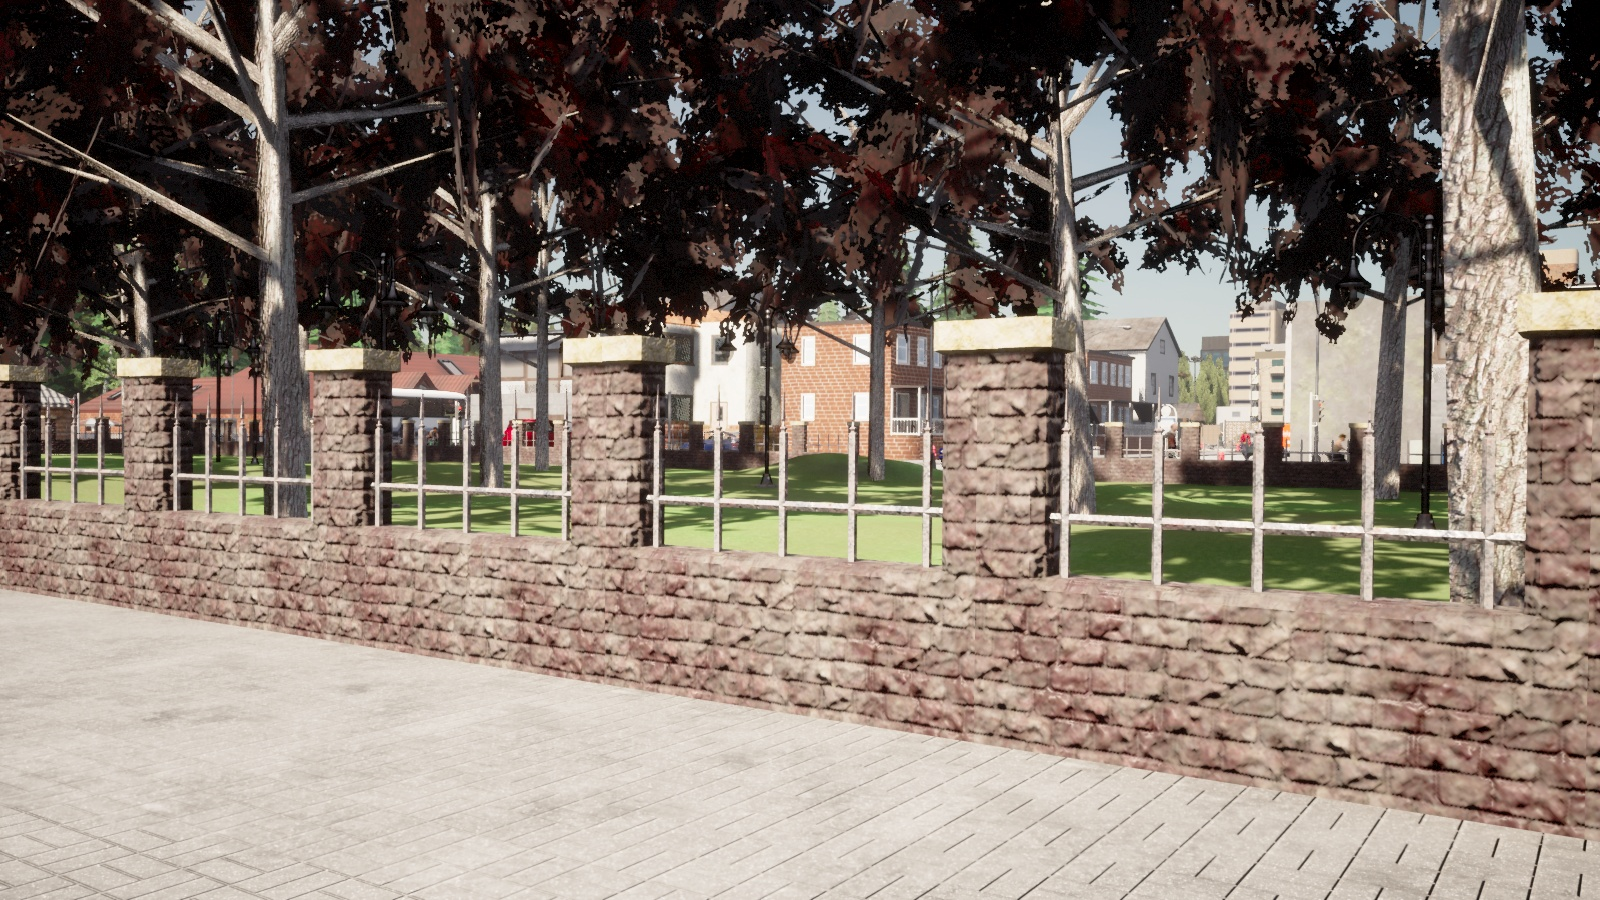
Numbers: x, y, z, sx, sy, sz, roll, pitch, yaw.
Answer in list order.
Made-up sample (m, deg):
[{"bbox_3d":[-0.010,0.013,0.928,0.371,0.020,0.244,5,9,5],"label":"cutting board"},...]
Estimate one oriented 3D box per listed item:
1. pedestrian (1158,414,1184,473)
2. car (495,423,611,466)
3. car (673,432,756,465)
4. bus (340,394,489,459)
[{"bbox_3d":[11.697,-0.205,39.587,0.720,1.854,0.376,0,1,34],"label":"pedestrian"},{"bbox_3d":[-12.168,-0.283,61.803,5.566,2.045,2.150,0,1,30],"label":"car"},{"bbox_3d":[-4.180,-0.090,61.396,3.705,1.549,1.789,0,1,34],"label":"car"},{"bbox_3d":[-26.711,-1.601,87.720,3.944,4.253,10.273,-1,1,25],"label":"bus"}]
